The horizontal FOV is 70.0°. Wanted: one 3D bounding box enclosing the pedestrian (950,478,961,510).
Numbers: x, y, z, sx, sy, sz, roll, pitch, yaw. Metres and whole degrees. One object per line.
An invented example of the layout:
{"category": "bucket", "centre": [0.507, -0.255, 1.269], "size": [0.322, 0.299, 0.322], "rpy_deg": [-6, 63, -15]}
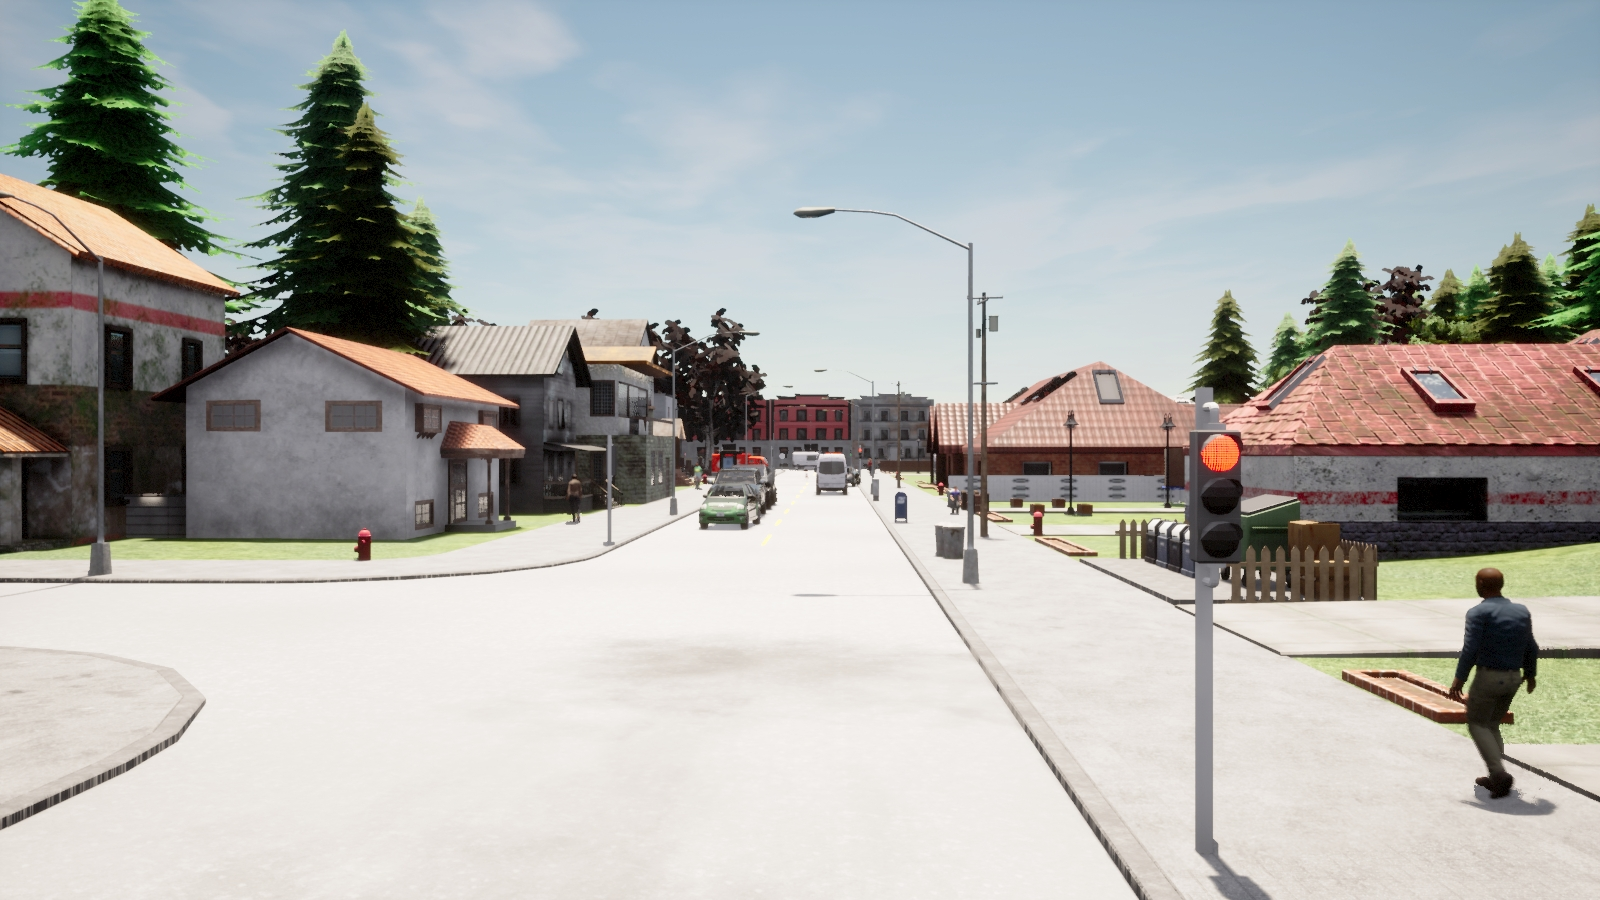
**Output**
{"category": "pedestrian", "centre": [6.415, 1.803, 47.182], "size": [0.375, 1.300, 0.375], "rpy_deg": [0, 0, -6]}

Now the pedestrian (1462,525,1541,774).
{"category": "pedestrian", "centre": [5.422, 1.524, 8.842], "size": [0.375, 1.860, 0.375], "rpy_deg": [0, 0, -4]}

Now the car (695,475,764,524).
{"category": "car", "centre": [-2.533, 1.779, 41.798], "size": [1.851, 1.617, 3.988], "rpy_deg": [0, 0, 7]}

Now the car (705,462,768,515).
{"category": "car", "centre": [-2.626, 1.559, 48.404], "size": [2.150, 2.045, 5.566], "rpy_deg": [0, 0, 2]}

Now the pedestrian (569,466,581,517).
{"category": "pedestrian", "centre": [-8.245, 1.525, 41.909], "size": [0.375, 1.860, 0.375], "rpy_deg": [0, 0, -22]}

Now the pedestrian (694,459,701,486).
{"category": "pedestrian", "centre": [-6.924, 1.524, 77.276], "size": [0.375, 1.860, 0.375], "rpy_deg": [0, 0, 9]}

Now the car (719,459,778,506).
{"category": "car", "centre": [-2.451, 1.534, 55.813], "size": [2.390, 2.098, 6.274], "rpy_deg": [0, 0, 2]}

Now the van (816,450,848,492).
{"category": "van", "centre": [2.035, 1.315, 73.194], "size": [1.988, 2.561, 5.915], "rpy_deg": [0, 0, 2]}
